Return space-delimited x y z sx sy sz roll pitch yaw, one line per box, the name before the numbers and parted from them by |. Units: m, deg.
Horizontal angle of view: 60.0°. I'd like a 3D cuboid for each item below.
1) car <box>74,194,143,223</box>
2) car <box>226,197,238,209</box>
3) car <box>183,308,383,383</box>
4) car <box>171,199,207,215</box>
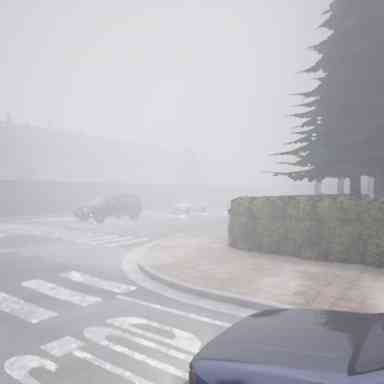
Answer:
car | -6.199 1.145 25.384 2.150 2.045 5.566 0 0 35
car | 6.162 1.402 42.728 1.882 1.535 5.008 0 0 36
car | 2.495 1.548 2.195 5.357 1.411 2.033 0 0 36
car | -0.226 1.450 33.740 1.812 1.442 4.674 0 0 35
